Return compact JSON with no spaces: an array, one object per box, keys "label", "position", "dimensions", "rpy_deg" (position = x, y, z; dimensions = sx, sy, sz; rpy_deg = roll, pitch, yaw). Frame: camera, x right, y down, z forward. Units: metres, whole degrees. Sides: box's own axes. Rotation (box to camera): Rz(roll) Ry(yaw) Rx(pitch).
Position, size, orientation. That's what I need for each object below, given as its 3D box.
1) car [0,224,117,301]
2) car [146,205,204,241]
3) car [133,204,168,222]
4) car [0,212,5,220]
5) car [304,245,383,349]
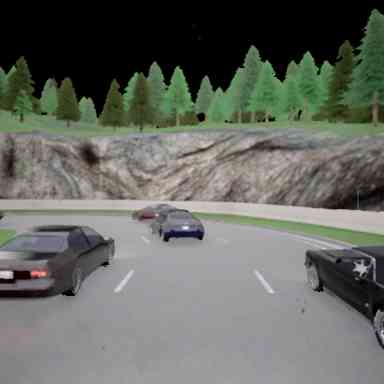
[{"label":"car","position":[-3.384,1.543,8.524],"dimensions":[2.033,1.411,5.357],"rpy_deg":[0,0,0]},{"label":"car","position":[-0.862,1.571,16.830],"dimensions":[1.994,1.385,4.181],"rpy_deg":[0,0,-16]},{"label":"car","position":[-2.570,1.571,24.923],"dimensions":[4.181,1.385,1.994],"rpy_deg":[0,0,42]},{"label":"car","position":[-15.115,1.571,21.707],"dimensions":[4.718,1.301,1.895],"rpy_deg":[0,0,-10]},{"label":"car","position":[3.631,1.615,6.015],"dimensions":[1.895,1.301,4.718],"rpy_deg":[0,0,0]}]
